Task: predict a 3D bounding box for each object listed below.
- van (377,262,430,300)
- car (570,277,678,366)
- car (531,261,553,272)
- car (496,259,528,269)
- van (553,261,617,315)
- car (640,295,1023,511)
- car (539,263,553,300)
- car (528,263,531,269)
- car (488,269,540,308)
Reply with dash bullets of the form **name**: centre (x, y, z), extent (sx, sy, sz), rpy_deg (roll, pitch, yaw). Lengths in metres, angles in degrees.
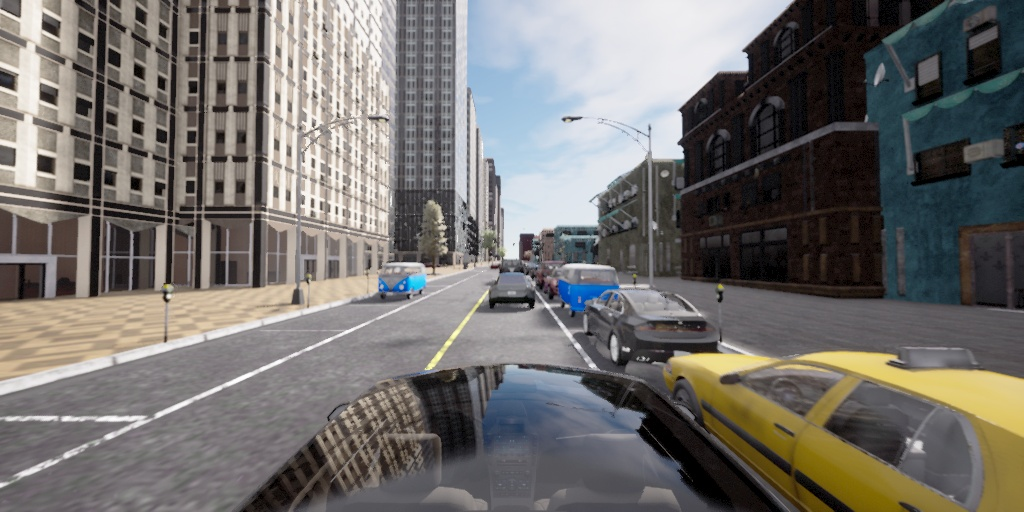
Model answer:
- **van**: centre (-5.695, 1.252, 18.819), extent (1.690, 1.789, 3.998), rpy_deg (0, 0, 0)
- **car**: centre (2.690, 1.359, 7.869), extent (2.007, 1.370, 4.403), rpy_deg (0, 0, 0)
- **car**: centre (2.685, 1.278, 24.302), extent (2.192, 1.841, 5.009), rpy_deg (0, 0, 0)
- **car**: centre (-0.008, 1.240, 30.882), extent (2.150, 2.045, 5.566), rpy_deg (0, 0, 0)
- **van**: centre (2.688, 1.201, 13.347), extent (1.690, 1.789, 3.998), rpy_deg (0, 0, 0)
- **car**: centre (2.691, 1.282, 2.561), extent (1.751, 1.417, 4.829), rpy_deg (0, 0, 0)
- **car**: centre (2.686, 1.352, 18.824), extent (1.967, 1.591, 4.097), rpy_deg (0, 0, 0)
- **car**: centre (2.682, 1.629, 35.257), extent (1.948, 1.339, 4.313), rpy_deg (0, 0, 0)
- **car**: centre (0.001, 1.452, 16.190), extent (1.994, 1.385, 4.181), rpy_deg (0, 0, 0)
